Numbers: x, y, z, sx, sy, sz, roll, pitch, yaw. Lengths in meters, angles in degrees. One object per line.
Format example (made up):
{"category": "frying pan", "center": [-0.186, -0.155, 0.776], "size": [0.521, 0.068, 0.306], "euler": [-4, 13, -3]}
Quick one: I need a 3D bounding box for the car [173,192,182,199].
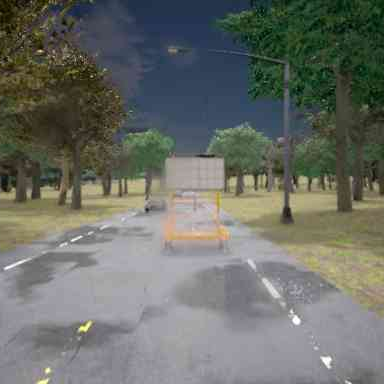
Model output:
{"category": "car", "center": [-3.233, 0.679, 74.264], "size": [1.882, 1.535, 5.008], "euler": [0, 1, 0]}

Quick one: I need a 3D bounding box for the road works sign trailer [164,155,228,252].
{"category": "road works sign trailer", "center": [0.113, 0.336, 13.169], "size": [2.380, 3.560, 2.880], "euler": [0, 0, -2]}

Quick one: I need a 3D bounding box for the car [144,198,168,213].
{"category": "car", "center": [-3.478, 1.284, 32.900], "size": [1.994, 1.385, 4.181], "euler": [0, 0, 0]}
